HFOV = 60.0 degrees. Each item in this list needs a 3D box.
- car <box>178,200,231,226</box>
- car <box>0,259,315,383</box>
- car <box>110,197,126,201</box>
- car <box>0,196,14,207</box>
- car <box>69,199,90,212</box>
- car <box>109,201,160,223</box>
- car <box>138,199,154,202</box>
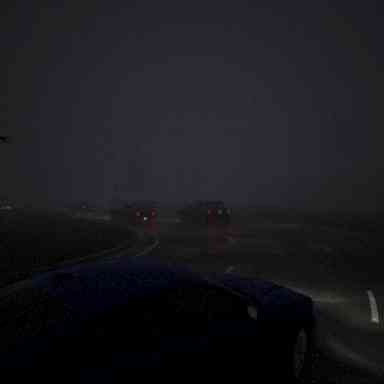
[{"bbox_3d":[0.769,1.383,23.960,2.097,1.767,4.553,0,0,-30],"label":"car"},{"bbox_3d":[-0.529,1.482,3.495,5.008,1.535,1.882,0,1,-43],"label":"car"},{"bbox_3d":[-11.141,1.561,50.105,1.837,1.490,4.892,0,0,-27],"label":"car"},{"bbox_3d":[-29.293,1.396,51.713,2.097,1.767,4.553,0,0,-17],"label":"car"},{"bbox_3d":[-13.270,1.567,39.272,1.812,1.442,4.674,0,0,-29],"label":"car"},{"bbox_3d":[-4.718,1.630,25.966,1.895,1.301,4.718,0,0,-36],"label":"car"},{"bbox_3d":[-5.699,1.595,40.115,2.033,1.411,5.357,0,0,-31],"label":"car"}]
